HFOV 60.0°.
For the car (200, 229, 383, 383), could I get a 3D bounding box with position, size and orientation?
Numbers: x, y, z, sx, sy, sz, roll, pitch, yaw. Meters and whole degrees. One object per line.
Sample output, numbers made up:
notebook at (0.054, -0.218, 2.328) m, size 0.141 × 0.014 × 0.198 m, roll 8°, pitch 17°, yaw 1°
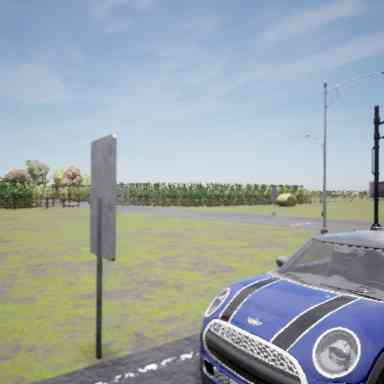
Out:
car at (2.312, 1.378, 4.563) m, size 4.553 × 1.767 × 2.097 m, roll 0°, pitch 0°, yaw -35°
